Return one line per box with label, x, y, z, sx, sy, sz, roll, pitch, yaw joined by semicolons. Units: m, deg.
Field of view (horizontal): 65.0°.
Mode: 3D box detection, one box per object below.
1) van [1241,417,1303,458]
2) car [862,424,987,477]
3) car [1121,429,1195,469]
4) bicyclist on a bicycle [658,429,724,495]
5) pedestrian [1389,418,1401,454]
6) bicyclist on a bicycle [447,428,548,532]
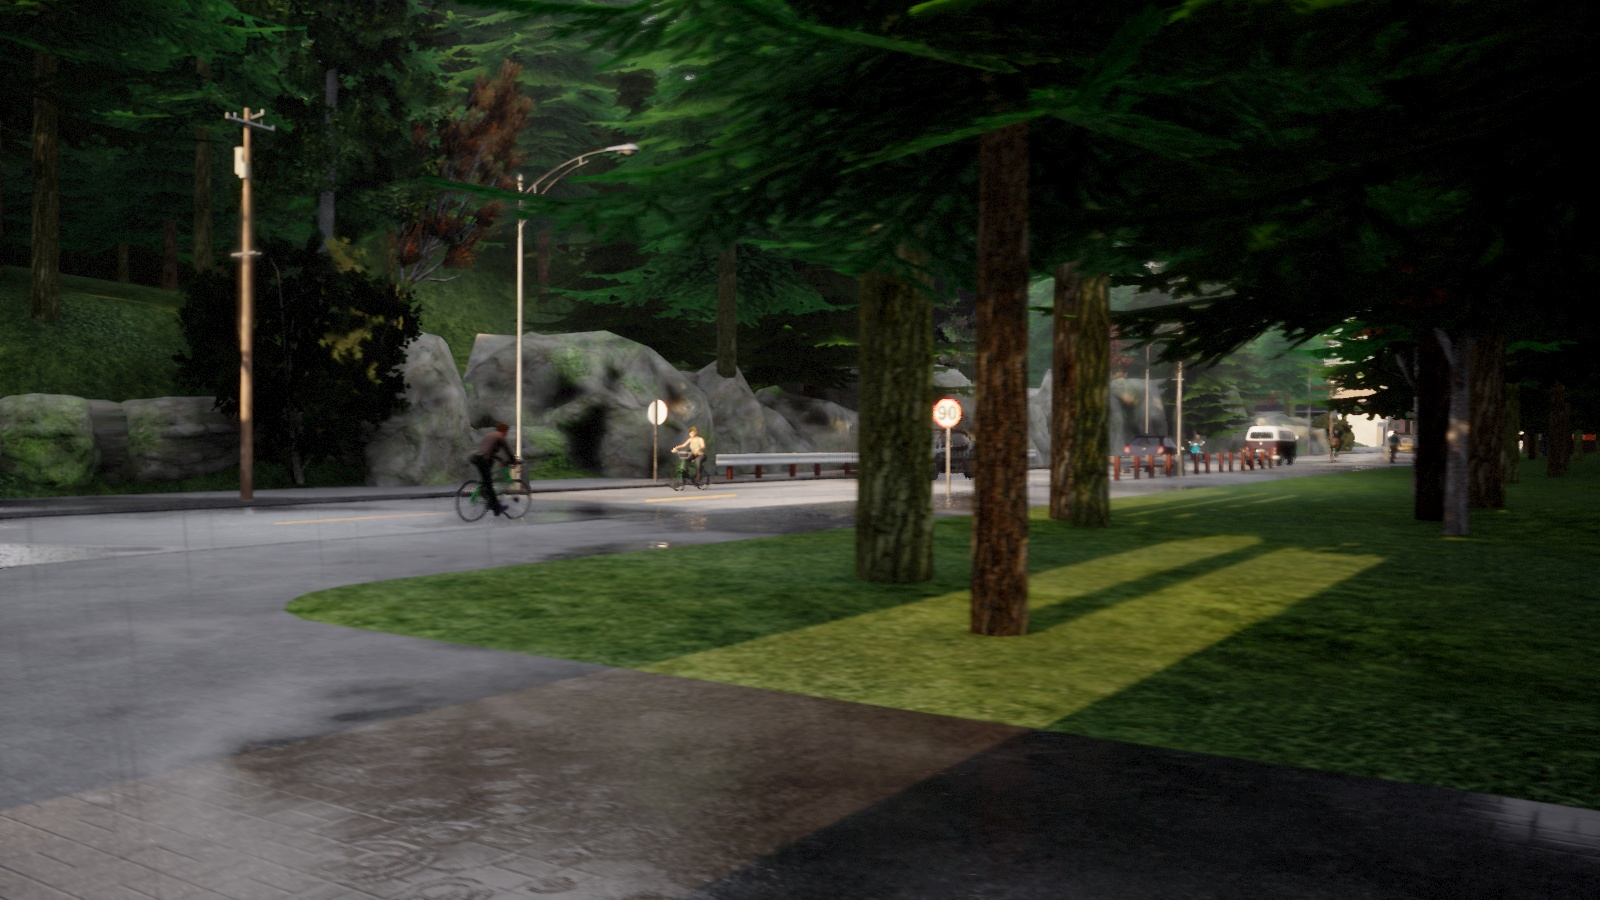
van;24.644;-0.655;65.526;2.069;2.038;4.480;0;1;33
car;4.211;-0.020;41.796;2.242;1.667;4.611;0;1;33
car;14.213;-0.052;49.749;1.845;1.501;3.633;0;1;33
bicyclist on a bicycle;-2.704;0.279;31.258;0.866;1.612;1.509;0;1;33
pedestrian;32.030;-0.765;67.646;0.396;1.930;0.692;0;1;42
bicyclist on a bicycle;-4.924;0.459;20.521;0.582;1.620;1.656;0;1;32
